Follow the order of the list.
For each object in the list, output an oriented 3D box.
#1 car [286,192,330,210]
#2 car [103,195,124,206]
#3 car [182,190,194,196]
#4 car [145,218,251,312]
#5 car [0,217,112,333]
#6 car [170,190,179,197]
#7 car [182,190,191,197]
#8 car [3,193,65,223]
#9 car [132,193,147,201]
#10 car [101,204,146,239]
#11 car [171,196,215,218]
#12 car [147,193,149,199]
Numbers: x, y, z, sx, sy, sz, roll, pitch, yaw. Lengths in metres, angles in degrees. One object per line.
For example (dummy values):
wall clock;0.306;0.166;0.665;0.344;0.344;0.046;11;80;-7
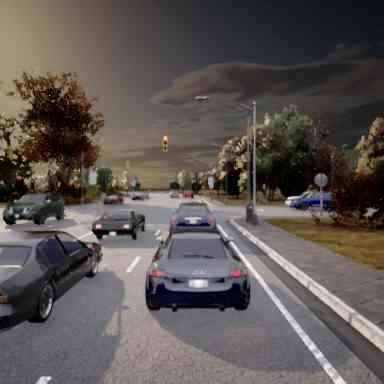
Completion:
car;14.021;0.990;37.455;5.566;2.045;2.150;0;0;-3
car;-11.032;1.176;47.203;1.882;1.535;5.008;0;0;3
car;-0.772;0.558;83.475;2.150;2.045;5.566;0;1;-4
car;0.081;1.540;7.755;1.994;1.385;4.181;0;0;-1
car;-3.417;1.527;7.067;2.033;1.411;5.357;0;0;-1
car;-4.320;0.878;84.154;1.994;1.385;4.181;0;1;-4
car;-1.589;0.384;94.123;2.097;1.767;4.553;0;1;-7
car;-10.681;1.091;23.046;2.150;2.045;5.566;0;0;0
car;-10.798;1.146;66.337;1.895;1.301;4.718;0;1;0
car;-3.477;1.516;16.711;1.895;1.301;4.718;0;0;-1
car;0.044;1.270;16.389;2.097;1.767;4.553;0;0;0
car;-10.990;0.952;76.861;2.128;1.511;4.902;0;1;-1
